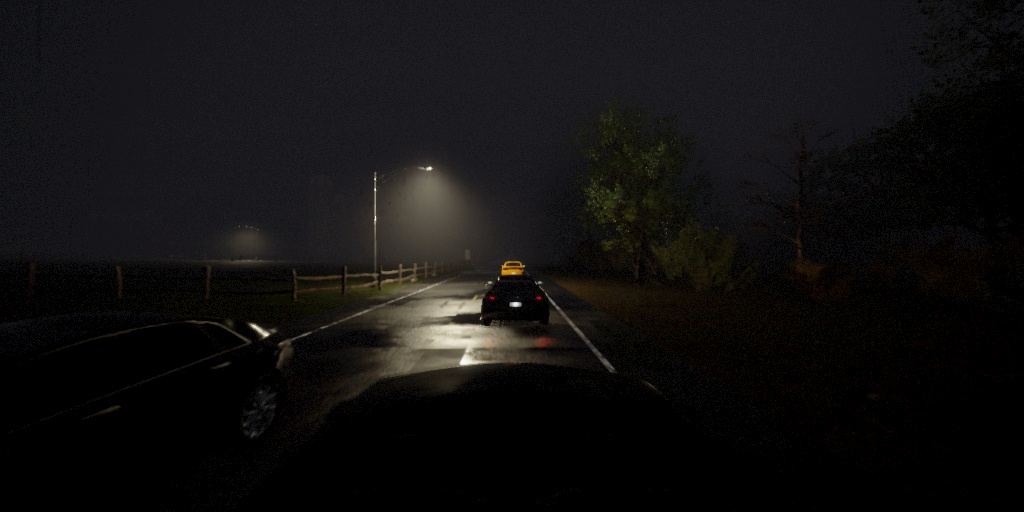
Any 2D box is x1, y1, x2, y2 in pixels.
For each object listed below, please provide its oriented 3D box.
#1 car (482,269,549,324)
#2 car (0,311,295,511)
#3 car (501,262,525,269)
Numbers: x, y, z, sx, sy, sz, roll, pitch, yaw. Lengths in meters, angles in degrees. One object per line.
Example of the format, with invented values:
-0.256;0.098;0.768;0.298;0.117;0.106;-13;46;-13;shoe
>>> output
0.102;1.309;11.904;1.994;1.385;4.181;0;0;0;car
-3.578;1.255;2.412;1.837;1.490;4.892;0;0;0;car
0.104;1.212;30.857;1.882;1.535;5.008;0;0;0;car
